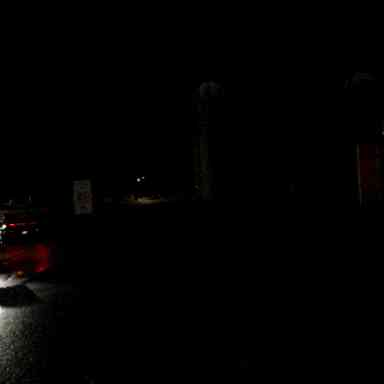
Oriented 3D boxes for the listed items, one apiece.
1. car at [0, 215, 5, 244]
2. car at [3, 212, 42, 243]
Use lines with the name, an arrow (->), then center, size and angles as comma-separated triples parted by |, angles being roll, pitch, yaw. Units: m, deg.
car -> -7.999, 1.684, 11.363 | 2.097, 1.767, 4.553 | -3, 0, -36
car -> -9.734, 1.871, 18.484 | 2.128, 1.511, 4.902 | -3, 0, -36
